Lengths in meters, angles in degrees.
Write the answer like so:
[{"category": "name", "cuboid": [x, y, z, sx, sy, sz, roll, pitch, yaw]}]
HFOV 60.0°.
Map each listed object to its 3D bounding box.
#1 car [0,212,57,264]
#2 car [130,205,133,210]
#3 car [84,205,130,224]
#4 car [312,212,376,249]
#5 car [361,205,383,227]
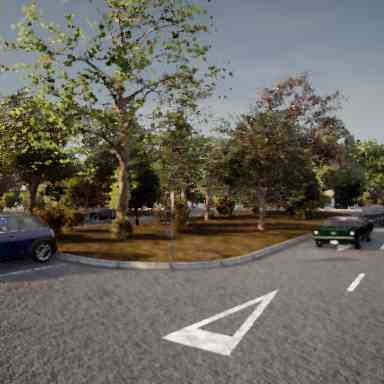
[{"category": "car", "cuboid": [-6.843, 1.527, 10.718, 2.185, 1.767, 4.553, 0, -1, 35]}, {"category": "car", "cuboid": [-14.485, 3.052, 69.448, 4.181, 1.385, 1.994, -2, -2, 27]}, {"category": "car", "cuboid": [-9.011, 2.275, 32.911, 2.128, 1.511, 4.902, -3, -2, 35]}, {"category": "car", "cuboid": [7.269, 1.838, 15.892, 1.895, 1.301, 4.718, -3, -2, 35]}, {"category": "car", "cuboid": [13.819, 1.799, 25.235, 1.837, 1.490, 4.892, -3, -2, 35]}]
